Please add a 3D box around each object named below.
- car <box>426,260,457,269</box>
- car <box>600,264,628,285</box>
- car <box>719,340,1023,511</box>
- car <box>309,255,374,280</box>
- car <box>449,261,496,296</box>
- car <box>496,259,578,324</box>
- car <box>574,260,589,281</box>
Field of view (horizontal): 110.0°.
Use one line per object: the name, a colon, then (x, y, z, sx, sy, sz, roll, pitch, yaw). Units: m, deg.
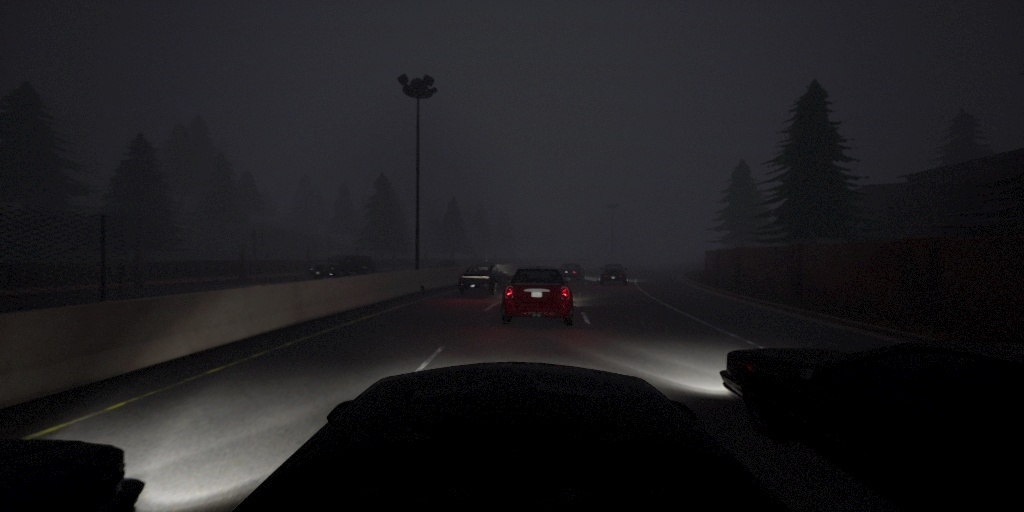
car: (-7.239, 1.208, 37.915, 1.837, 1.490, 4.892, 0, 0, 21)
car: (7.637, 1.300, 26.890, 1.812, 1.442, 4.674, 0, 0, 17)
car: (3.648, 1.314, 2.310, 2.033, 1.411, 5.357, 0, 0, 1)
car: (-13.699, 0.899, 29.301, 2.150, 2.045, 5.566, 0, 0, 16)
car: (-1.418, 1.228, 19.528, 2.128, 1.511, 4.902, 0, 0, 11)
car: (0.935, 1.102, 12.179, 2.097, 1.767, 4.553, 0, 0, 6)
car: (5.077, 1.309, 30.492, 2.033, 1.411, 5.357, 0, 0, 19)
